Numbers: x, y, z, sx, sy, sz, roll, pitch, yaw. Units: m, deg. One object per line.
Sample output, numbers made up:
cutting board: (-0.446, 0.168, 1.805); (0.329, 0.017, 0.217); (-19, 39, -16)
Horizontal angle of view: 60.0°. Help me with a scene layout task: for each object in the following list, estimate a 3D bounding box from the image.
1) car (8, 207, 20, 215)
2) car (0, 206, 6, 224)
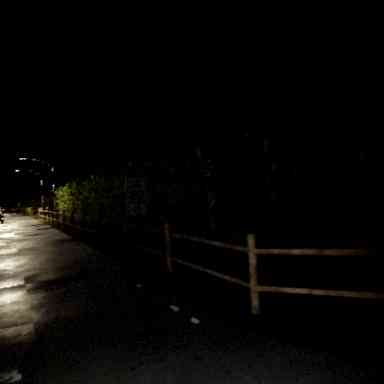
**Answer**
car: (-40.133, 4.106, 74.954); (2.097, 1.767, 4.553); (-3, -1, -29)
car: (-23.162, 2.712, 38.907); (2.150, 2.045, 5.566); (-3, 0, -29)
